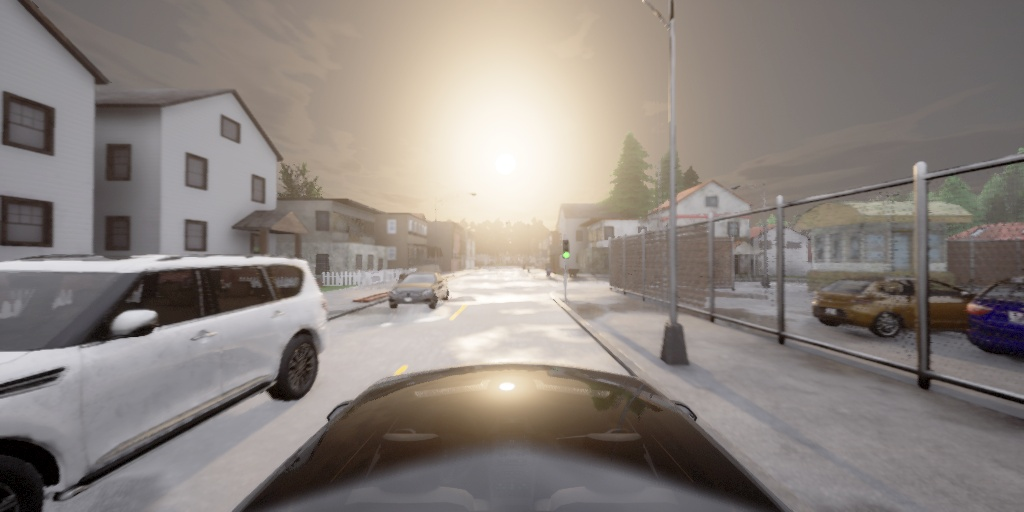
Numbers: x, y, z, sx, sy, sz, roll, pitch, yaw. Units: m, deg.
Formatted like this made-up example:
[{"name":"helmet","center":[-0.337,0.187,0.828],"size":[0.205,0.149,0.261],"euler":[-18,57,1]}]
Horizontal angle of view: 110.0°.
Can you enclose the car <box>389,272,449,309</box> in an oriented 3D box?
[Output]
[{"name":"car","center":[-4.006,1.449,16.172],"size":[1.812,1.442,4.674],"euler":[0,-1,0]}]

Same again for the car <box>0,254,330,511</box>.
[{"name":"car","center":[-4.066,0.993,3.635],"size":[2.150,2.045,5.566],"euler":[0,0,0]}]
